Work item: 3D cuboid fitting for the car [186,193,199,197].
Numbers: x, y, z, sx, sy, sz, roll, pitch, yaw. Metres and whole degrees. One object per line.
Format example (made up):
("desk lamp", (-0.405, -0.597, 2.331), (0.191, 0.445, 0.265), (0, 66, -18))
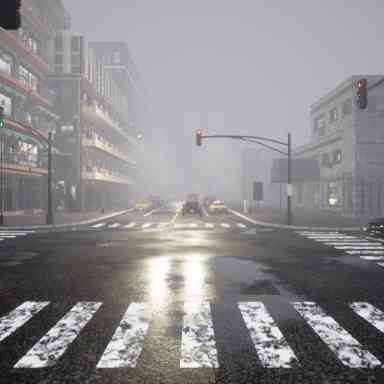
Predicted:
("car", (0.097, 1.274, 60.174), (2.150, 2.045, 5.566), (0, 0, 0))

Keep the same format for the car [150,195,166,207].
("car", (-5.690, 1.351, 50.448), (2.192, 1.841, 5.009), (0, 0, 0))

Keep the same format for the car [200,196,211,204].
("car", (2.688, 1.612, 67.066), (2.008, 1.369, 4.403), (0, 0, 0))

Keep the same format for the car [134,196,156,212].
("car", (-5.691, 1.549, 39.199), (1.752, 1.417, 4.829), (0, 0, 0))

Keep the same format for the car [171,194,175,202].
("car", (-5.693, 1.628, 78.144), (1.887, 1.381, 4.507), (0, 0, 0))

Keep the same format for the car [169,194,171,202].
("car", (-5.692, 1.587, 66.895), (1.752, 1.417, 4.829), (0, 0, 0))

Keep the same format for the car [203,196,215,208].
("car", (2.690, 1.611, 44.910), (1.802, 1.307, 4.206), (0, 0, 0))

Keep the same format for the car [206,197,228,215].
("car", (2.691, 1.544, 34.001), (1.752, 1.417, 4.829), (0, 0, 0))

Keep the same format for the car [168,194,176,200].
("car", (-5.694, 1.434, 94.762), (2.192, 1.841, 5.009), (0, 0, 0))

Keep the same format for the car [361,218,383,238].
("car", (10.760, 1.554, 15.908), (4.892, 1.490, 1.837), (0, 0, 3))

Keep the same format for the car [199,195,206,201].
("car", (2.687, 1.632, 89.393), (1.752, 1.417, 4.829), (0, 0, 0))

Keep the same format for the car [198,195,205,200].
("car", (2.686, 1.670, 94.762), (2.008, 1.369, 4.403), (0, 0, 0))

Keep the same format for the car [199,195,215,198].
("car", (2.690, 1.351, 50.449), (2.192, 1.841, 5.009), (0, 0, 0))

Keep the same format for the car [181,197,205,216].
("car", (0.038, 1.543, 32.244), (1.812, 1.442, 4.674), (0, 0, 1))

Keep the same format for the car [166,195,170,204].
("car", (-5.692, 1.603, 61.526), (2.008, 1.369, 4.403), (0, 0, 0))
